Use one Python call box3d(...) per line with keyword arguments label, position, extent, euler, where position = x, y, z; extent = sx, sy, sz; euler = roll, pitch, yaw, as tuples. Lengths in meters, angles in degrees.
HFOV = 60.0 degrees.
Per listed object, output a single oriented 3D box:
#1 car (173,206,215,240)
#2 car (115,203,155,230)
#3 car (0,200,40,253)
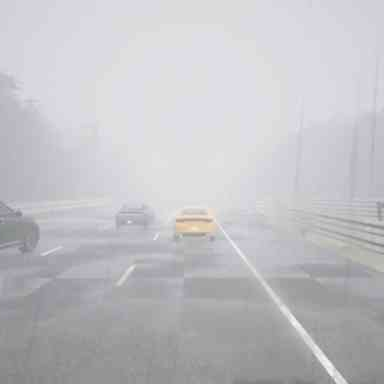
box3d(label="car", position=(0.100, 1.429, 16.852), extent=(1.882, 1.535, 5.008), euler=(0, 0, 0))
box3d(label="car", position=(-3.402, 1.437, 20.572), extent=(2.128, 1.511, 4.902), euler=(0, 0, 0))
box3d(label="car", position=(-6.900, 1.187, 10.364), extent=(2.150, 2.045, 5.566), euler=(0, 0, 0))
